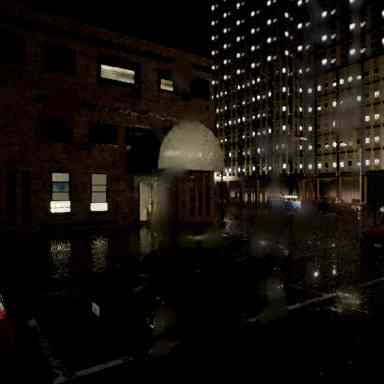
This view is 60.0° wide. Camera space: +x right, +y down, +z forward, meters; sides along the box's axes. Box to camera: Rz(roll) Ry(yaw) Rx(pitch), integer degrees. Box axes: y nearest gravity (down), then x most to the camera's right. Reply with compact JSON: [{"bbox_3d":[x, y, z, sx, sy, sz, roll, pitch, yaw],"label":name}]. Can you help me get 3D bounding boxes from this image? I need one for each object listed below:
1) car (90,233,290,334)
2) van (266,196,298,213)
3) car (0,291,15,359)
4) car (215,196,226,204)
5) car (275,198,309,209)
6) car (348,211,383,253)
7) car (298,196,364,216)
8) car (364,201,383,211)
[{"bbox_3d":[0.185,1.565,6.764,4.313,1.339,1.947,0,0,-35],"label":"car"},{"bbox_3d":[9.959,1.325,36.287,1.690,1.788,3.998,0,0,-35],"label":"van"},{"bbox_3d":[-4.282,1.440,3.516,4.097,1.590,1.967,0,0,-35],"label":"car"},{"bbox_3d":[4.086,1.436,59.407,1.752,1.417,4.829,0,0,-35],"label":"car"},{"bbox_3d":[13.676,1.512,45.622,1.802,1.307,4.206,0,0,-35],"label":"car"},{"bbox_3d":[8.031,1.542,12.430,4.507,1.381,1.887,0,0,-35],"label":"car"},{"bbox_3d":[13.123,1.307,31.738,2.192,1.841,5.009,0,0,-35],"label":"car"},{"bbox_3d":[20.004,1.497,36.525,2.008,1.369,4.403,0,0,-35],"label":"car"}]
